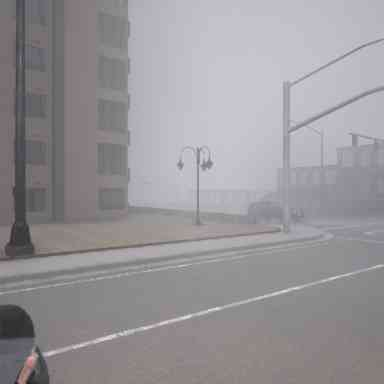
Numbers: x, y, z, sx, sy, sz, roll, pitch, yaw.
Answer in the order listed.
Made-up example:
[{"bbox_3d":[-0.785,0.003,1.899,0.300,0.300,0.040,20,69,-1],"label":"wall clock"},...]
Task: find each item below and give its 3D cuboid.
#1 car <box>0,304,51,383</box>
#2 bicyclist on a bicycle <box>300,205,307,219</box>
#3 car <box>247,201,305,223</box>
[{"bbox_3d":[-3.336,1.491,1.608,4.902,1.511,2.128,0,0,-35],"label":"car"},{"bbox_3d":[13.534,2.464,40.646,1.656,1.620,0.582,0,-8,-35],"label":"bicyclist on a bicycle"},{"bbox_3d":[7.460,1.795,30.404,2.150,2.045,5.566,0,-5,-36],"label":"car"}]
